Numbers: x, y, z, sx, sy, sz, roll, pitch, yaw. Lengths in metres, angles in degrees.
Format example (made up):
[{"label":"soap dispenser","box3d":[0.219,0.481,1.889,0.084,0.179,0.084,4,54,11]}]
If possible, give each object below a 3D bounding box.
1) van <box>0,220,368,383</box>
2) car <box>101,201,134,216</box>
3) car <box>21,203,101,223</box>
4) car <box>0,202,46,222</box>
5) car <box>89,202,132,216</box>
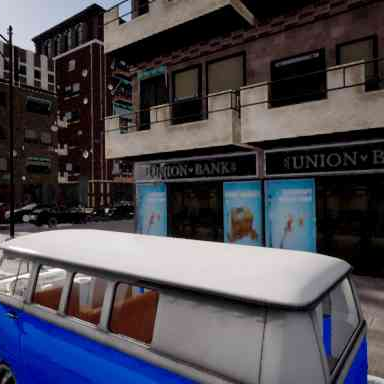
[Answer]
[{"label":"van","box3d":[-0.485,1.342,3.196,3.998,1.788,1.690,0,-1,35]},{"label":"car","box3d":[-6.915,1.675,34.558,2.128,1.511,4.902,-1,-1,36]},{"label":"car","box3d":[-8.663,1.583,22.333,1.947,1.339,4.313,-2,-1,36]},{"label":"car","box3d":[-12.458,1.635,26.955,1.837,1.490,4.892,-1,-1,36]},{"label":"car","box3d":[-8.795,1.798,36.384,1.947,1.339,4.313,-2,-1,36]}]
